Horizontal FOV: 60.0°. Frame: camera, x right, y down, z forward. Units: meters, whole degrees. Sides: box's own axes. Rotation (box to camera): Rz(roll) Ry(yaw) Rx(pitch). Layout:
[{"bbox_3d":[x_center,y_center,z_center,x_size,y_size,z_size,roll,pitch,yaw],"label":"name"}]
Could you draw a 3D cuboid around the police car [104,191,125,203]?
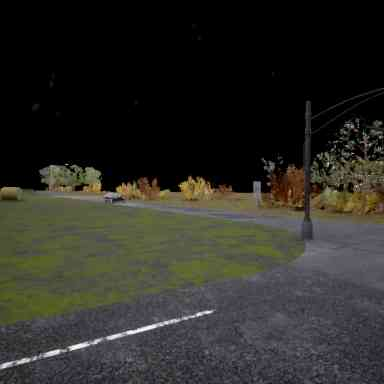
[{"bbox_3d":[-11.603,0.744,49.757,1.930,1.638,5.238,1,0,-32],"label":"police car"}]
